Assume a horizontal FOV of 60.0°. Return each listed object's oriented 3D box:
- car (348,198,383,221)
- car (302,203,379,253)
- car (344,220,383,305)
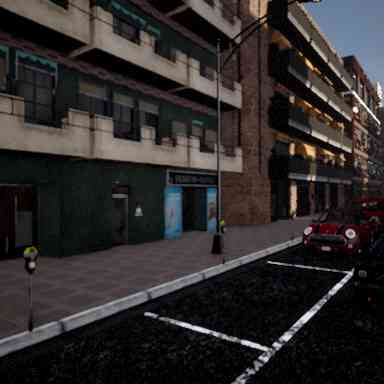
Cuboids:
[{"bbox_3d":[9.119,1.257,17.524,2.192,1.841,5.009,0,0,36],"label":"car"},{"bbox_3d":[5.771,1.404,12.990,1.967,1.590,4.097,0,0,36],"label":"car"},{"bbox_3d":[4.964,1.570,7.370,1.895,1.301,4.718,0,0,36],"label":"car"}]
